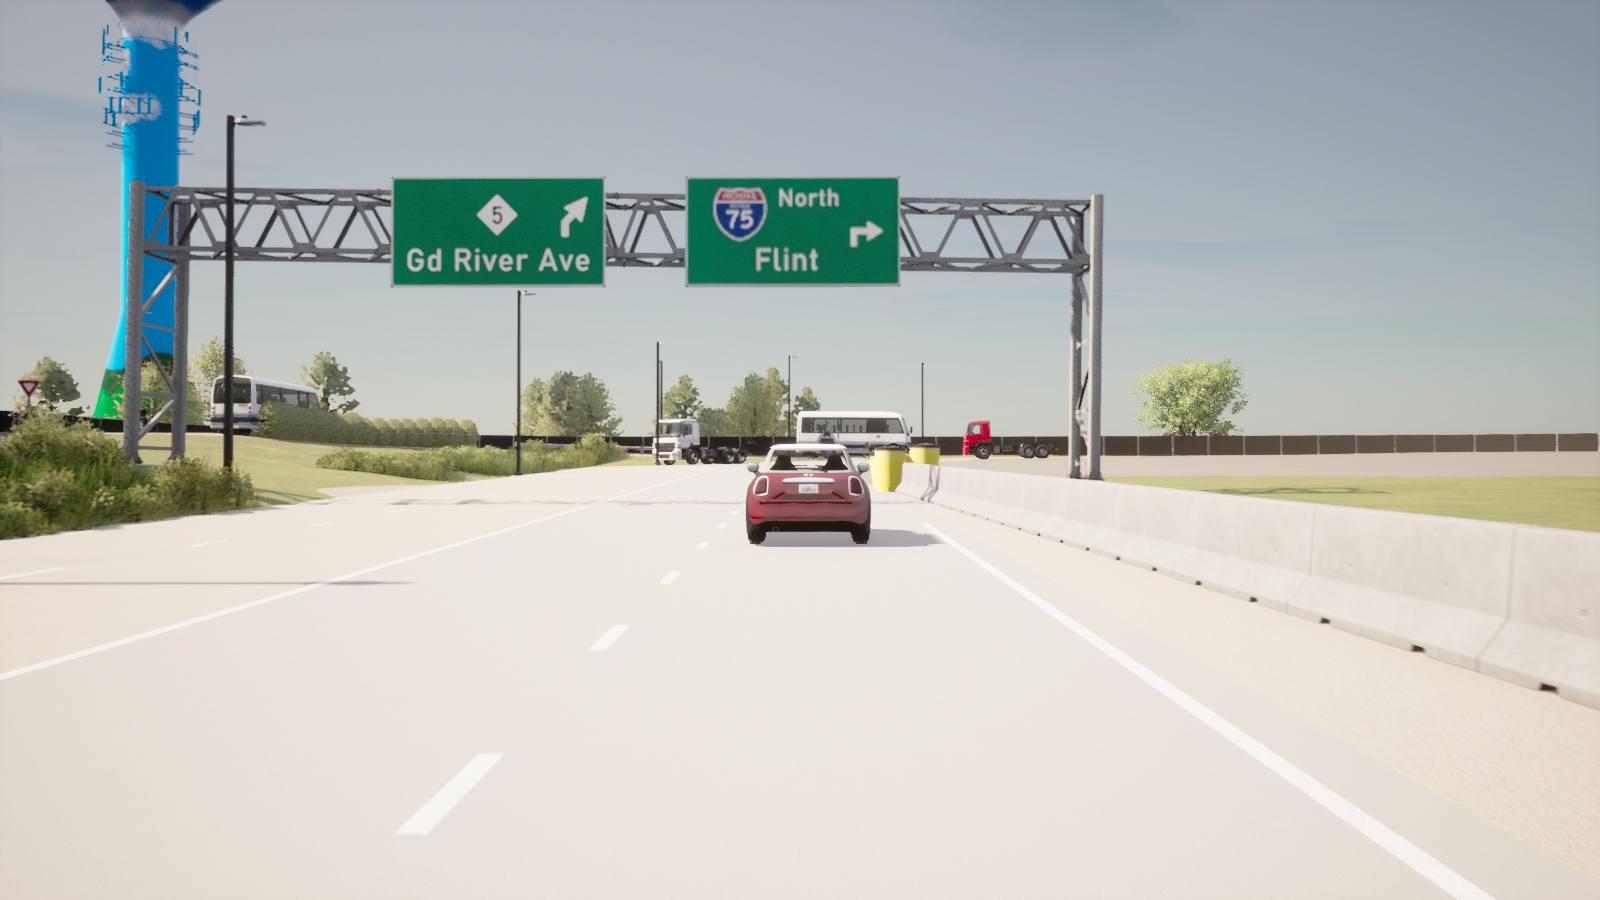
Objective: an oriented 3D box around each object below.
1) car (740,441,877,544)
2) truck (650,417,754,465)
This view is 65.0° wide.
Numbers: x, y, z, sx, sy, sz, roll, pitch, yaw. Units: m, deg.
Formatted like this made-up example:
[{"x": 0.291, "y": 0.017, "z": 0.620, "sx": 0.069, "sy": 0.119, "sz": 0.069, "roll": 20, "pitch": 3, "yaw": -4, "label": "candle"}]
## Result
[{"x": 0.130, "y": 0.597, "z": 19.974, "sx": 1.970, "sy": 1.475, "sz": 3.806, "roll": 0, "pitch": 0, "yaw": 0, "label": "car"}, {"x": -7.187, "y": -0.643, "z": 93.296, "sx": 2.891, "sy": 3.462, "sz": 7.936, "roll": -1, "pitch": 0, "yaw": 40, "label": "truck"}]
